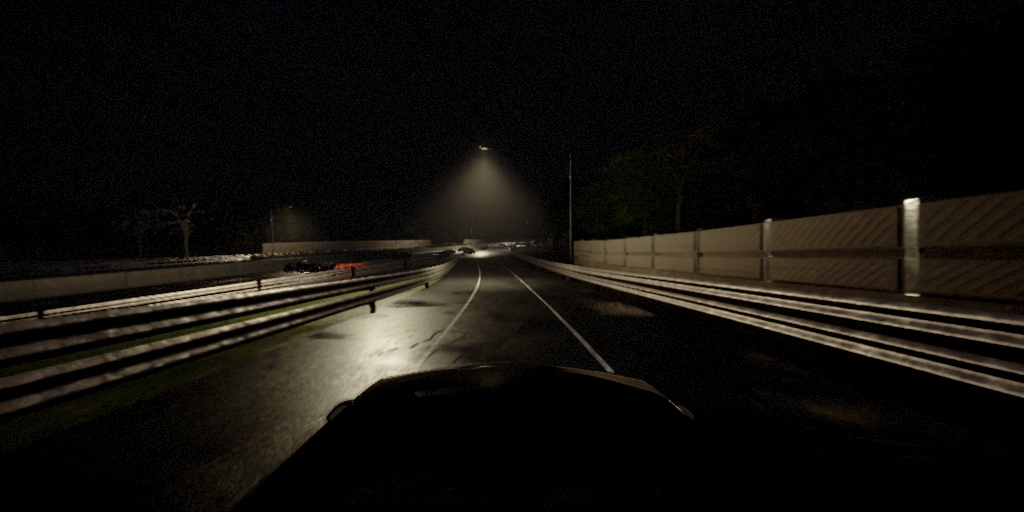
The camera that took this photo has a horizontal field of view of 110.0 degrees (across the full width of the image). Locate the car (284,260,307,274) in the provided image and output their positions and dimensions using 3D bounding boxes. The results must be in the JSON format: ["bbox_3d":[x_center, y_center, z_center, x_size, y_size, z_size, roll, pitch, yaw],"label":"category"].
[{"bbox_3d":[-25.608,1.244,44.123,2.128,1.511,4.902,0,3,12],"label":"car"}]

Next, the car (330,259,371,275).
[{"bbox_3d":[-18.771,1.138,42.616,2.097,1.767,4.553,0,3,12],"label":"car"}]

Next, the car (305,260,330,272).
[{"bbox_3d":[-22.179,1.365,43.426,1.895,1.301,4.718,0,3,12],"label":"car"}]
